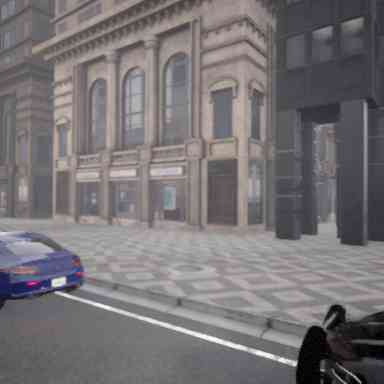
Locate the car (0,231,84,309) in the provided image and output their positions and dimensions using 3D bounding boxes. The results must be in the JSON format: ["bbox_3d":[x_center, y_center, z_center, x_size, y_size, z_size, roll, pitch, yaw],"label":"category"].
[{"bbox_3d":[-4.536,1.677,8.097,4.674,1.442,1.812,-1,-1,36],"label":"car"}]

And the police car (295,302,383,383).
[{"bbox_3d":[3.427,1.472,2.234,5.238,1.638,1.930,-1,-1,36],"label":"police car"}]
